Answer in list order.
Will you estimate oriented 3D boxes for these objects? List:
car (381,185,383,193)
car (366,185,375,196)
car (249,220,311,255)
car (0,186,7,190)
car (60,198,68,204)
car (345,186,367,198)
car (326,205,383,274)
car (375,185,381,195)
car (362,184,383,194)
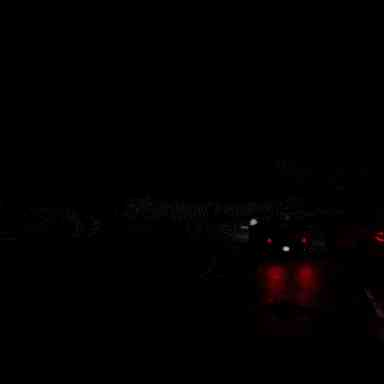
[{"bbox_3d":[32.466,-0.278,60.620,5.008,1.535,2.097,-3,1,29],"label":"car"},{"bbox_3d":[28.002,0.078,56.766,4.892,1.521,2.231,-4,1,30],"label":"car"},{"bbox_3d":[3.679,1.908,14.795,1.895,1.301,4.718,0,-1,3],"label":"car"},{"bbox_3d":[-45.211,-0.436,74.874,5.008,1.535,2.097,-2,4,-42],"label":"car"},{"bbox_3d":[-19.111,1.268,55.416,5.008,1.535,2.097,0,3,-40],"label":"car"},{"bbox_3d":[25.711,0.289,54.892,4.792,1.488,2.163,-4,1,31],"label":"car"},{"bbox_3d":[6.358,1.435,11.404,2.150,2.045,5.566,0,-1,7],"label":"car"},{"bbox_3d":[30.242,-0.061,58.693,4.674,1.452,2.002,-4,1,30],"label":"car"},{"bbox_3d":[34.632,-0.576,62.596,4.553,1.767,2.185,-3,1,29],"label":"car"}]
